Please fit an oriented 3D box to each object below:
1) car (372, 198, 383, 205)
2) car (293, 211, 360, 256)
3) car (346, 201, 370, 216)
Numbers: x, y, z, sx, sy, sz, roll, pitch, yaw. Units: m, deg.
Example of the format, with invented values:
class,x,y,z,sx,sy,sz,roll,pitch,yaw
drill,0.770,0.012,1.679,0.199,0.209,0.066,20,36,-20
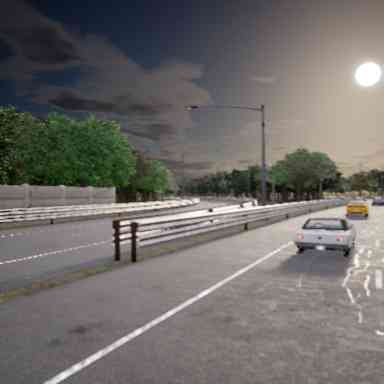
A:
class,x,y,z,sx,sy,sz,roll,pitch,yaw
car,35.436,1.819,63.131,1.994,1.385,4.181,-1,-1,35
car,5.587,1.672,13.635,1.895,1.301,4.718,-1,-1,29
car,17.154,1.637,34.391,1.882,1.535,5.008,-1,-1,30
